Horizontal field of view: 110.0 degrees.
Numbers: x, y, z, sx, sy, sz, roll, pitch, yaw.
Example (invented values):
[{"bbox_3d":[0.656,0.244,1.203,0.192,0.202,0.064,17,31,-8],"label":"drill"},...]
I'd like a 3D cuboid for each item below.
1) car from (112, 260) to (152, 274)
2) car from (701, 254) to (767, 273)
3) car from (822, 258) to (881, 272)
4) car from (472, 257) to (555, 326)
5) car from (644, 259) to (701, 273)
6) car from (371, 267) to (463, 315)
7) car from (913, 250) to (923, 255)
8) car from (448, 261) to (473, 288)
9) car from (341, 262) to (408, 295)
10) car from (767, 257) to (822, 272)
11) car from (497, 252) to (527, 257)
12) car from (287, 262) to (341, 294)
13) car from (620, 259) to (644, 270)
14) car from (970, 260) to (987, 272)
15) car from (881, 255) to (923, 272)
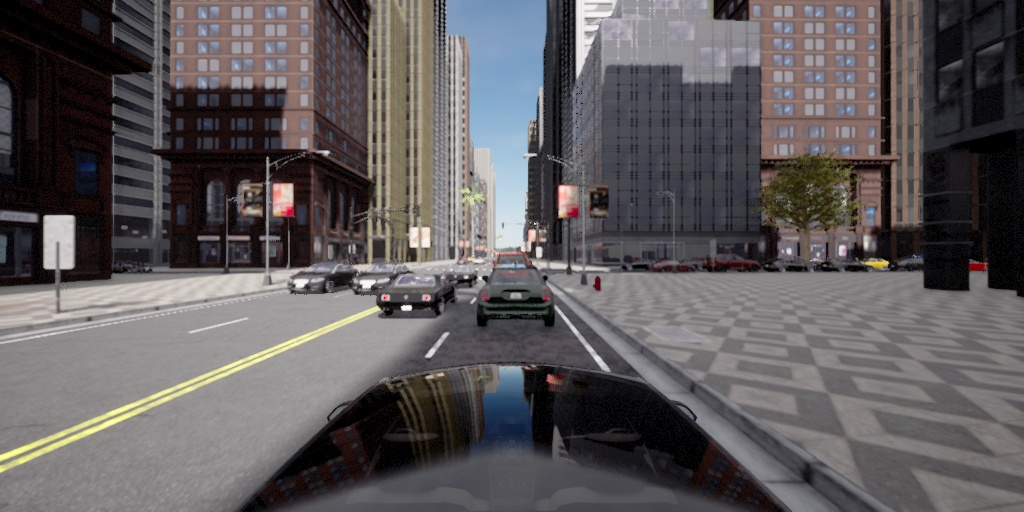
[{"bbox_3d":[-39.489,1.163,36.421,4.902,1.511,2.128,0,0,0],"label":"car"},{"bbox_3d":[20.966,0.728,34.439,5.009,1.841,2.192,0,0,-1],"label":"car"},{"bbox_3d":[32.240,0.945,34.610,4.313,1.339,1.948,0,0,-1],"label":"car"},{"bbox_3d":[0.100,1.017,11.363,2.097,1.767,4.553,0,0,0],"label":"car"},{"bbox_3d":[15.327,1.015,34.354,4.207,1.307,1.802,0,0,-1],"label":"car"},{"bbox_3d":[-3.144,1.254,12.933,1.895,1.301,4.718,0,0,0],"label":"car"},{"bbox_3d":[47.438,0.300,40.512,5.566,2.045,2.150,0,0,-1],"label":"car"},{"bbox_3d":[-3.145,1.192,22.189,1.895,1.301,4.718,0,0,0],"label":"car"},{"bbox_3d":[-6.570,1.103,18.695,2.128,1.511,4.902,0,0,0],"label":"car"},{"bbox_3d":[26.603,0.962,34.524,4.313,1.339,1.948,0,0,-1],"label":"car"},{"bbox_3d":[0.005,0.820,20.883,2.150,2.045,5.566,0,0,0],"label":"car"},{"bbox_3d":[-9.818,1.101,19.094,2.128,1.511,4.902,0,0,0],"label":"car"},{"bbox_3d":[15.200,1.019,42.878,4.313,1.339,1.948,0,0,-1],"label":"car"},{"bbox_3d":[43.516,0.898,34.781,4.507,1.381,1.888,0,0,-1],"label":"car"},{"bbox_3d":[41.963,0.888,37.388,4.674,1.442,1.812,0,0,-1],"label":"car"}]
